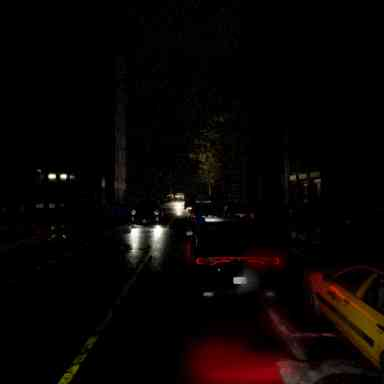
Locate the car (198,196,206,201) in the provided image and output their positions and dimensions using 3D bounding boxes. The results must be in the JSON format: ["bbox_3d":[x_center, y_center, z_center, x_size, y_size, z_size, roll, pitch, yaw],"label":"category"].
[{"bbox_3d":[2.643,1.744,88.884,1.887,1.381,4.507,0,0,0],"label":"car"}]

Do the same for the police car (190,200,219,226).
[{"bbox_3d":[0.840,1.435,24.712,1.930,1.638,5.238,0,0,0],"label":"police car"}]

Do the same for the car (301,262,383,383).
[{"bbox_3d":[2.855,1.525,4.495,1.752,1.417,4.829,0,0,1],"label":"car"}]

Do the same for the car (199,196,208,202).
[{"bbox_3d":[2.670,1.714,77.604,1.947,1.339,4.313,0,0,0],"label":"car"}]

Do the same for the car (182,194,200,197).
[{"bbox_3d":[-0.139,1.304,57.508,2.150,2.045,5.566,0,0,0],"label":"car"}]

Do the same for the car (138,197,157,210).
[{"bbox_3d":[-5.773,1.487,43.761,1.967,1.590,4.097,0,0,0],"label":"car"}]

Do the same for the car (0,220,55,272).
[{"bbox_3d":[-5.691,1.527,9.720,1.752,1.417,4.829,0,0,1],"label":"car"}]

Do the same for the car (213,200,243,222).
[{"bbox_3d":[2.794,1.453,26.849,1.967,1.590,4.097,0,0,0],"label":"car"}]

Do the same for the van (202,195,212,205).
[{"bbox_3d":[2.712,1.431,60.687,1.690,1.788,3.998,0,0,0],"label":"van"}]

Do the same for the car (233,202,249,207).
[{"bbox_3d":[2.807,1.446,21.211,1.967,1.590,4.097,0,0,0],"label":"car"}]

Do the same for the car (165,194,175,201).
[{"bbox_3d":[-5.883,1.514,88.872,2.192,1.841,5.009,0,0,0],"label":"car"}]

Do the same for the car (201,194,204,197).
[{"bbox_3d":[2.753,1.362,43.768,2.192,1.841,5.009,0,0,0],"label":"car"}]

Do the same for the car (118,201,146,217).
[{"bbox_3d":[-5.745,1.587,32.483,1.947,1.339,4.313,0,0,0],"label":"car"}]

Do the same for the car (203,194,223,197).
[{"bbox_3d":[2.766,1.349,38.129,2.192,1.841,5.009,0,0,0],"label":"car"}]

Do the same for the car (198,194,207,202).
[{"bbox_3d":[2.656,1.488,83.245,2.192,1.841,5.009,0,0,0],"label":"car"}]

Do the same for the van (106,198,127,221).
[{"bbox_3d":[-5.731,1.353,26.845,1.690,1.788,3.998,0,0,0],"label":"van"}]

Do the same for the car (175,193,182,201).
[{"bbox_3d":[-3.208,1.410,86.689,2.150,2.045,5.566,0,0,0],"label":"car"}]

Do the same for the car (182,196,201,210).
[{"bbox_3d":[-0.083,1.575,44.451,1.812,1.442,4.674,0,0,0],"label":"car"}]

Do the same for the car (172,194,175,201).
[{"bbox_3d":[-5.856,1.463,77.594,2.192,1.841,5.009,0,0,0],"label":"car"}]

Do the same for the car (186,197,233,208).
[{"bbox_3d":[0.854,1.355,18.572,2.097,1.767,4.553,0,0,0],"label":"car"}]

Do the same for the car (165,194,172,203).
[{"bbox_3d":[-5.841,1.649,71.786,1.752,1.417,4.829,0,0,0],"label":"car"}]

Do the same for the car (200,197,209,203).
[{"bbox_3d":[2.684,1.706,71.966,1.802,1.307,4.206,0,0,0],"label":"car"}]

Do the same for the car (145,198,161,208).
[{"bbox_3d":[-5.787,1.606,49.400,1.887,1.381,4.507,0,0,0],"label":"car"}]

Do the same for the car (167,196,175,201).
[{"bbox_3d":[-5.896,1.791,94.510,1.947,1.339,4.313,0,0,0],"label":"car"}]

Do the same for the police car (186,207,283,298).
[{"bbox_3d":[0.878,1.426,8.711,1.930,1.638,5.238,0,0,0],"label":"police car"}]

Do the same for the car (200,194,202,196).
[{"bbox_3d":[2.726,1.516,55.047,1.967,1.590,4.097,0,0,0],"label":"car"}]

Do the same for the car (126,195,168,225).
[{"bbox_3d":[-3.158,1.361,24.357,2.097,1.767,4.553,0,0,0],"label":"car"}]
